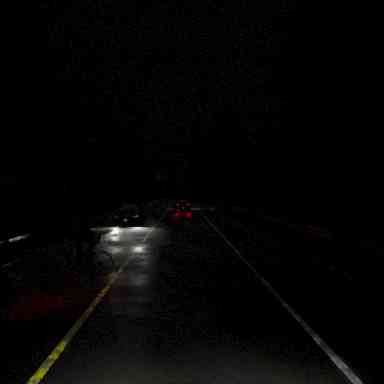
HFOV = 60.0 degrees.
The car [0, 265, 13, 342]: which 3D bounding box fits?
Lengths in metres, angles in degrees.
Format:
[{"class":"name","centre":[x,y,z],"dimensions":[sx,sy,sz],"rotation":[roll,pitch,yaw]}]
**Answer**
[{"class":"car","centre":[-3.668,1.526,3.488],"dimensions":[1.812,1.442,4.674],"rotation":[0,0,-2]}]

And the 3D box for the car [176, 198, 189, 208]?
[{"class":"car","centre":[-1.418,1.601,49.376],"dimensions":[1.895,1.301,4.718],"rotation":[0,0,-2]}]

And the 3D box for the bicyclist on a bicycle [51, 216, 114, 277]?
[{"class":"bicyclist on a bicycle","centre":[-2.907,1.455,8.770],"dimensions":[1.656,1.620,0.582],"rotation":[-2,0,-2]}]

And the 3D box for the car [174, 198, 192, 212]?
[{"class":"car","centre":[-1.088,1.526,39.162],"dimensions":[1.812,1.442,4.674],"rotation":[0,0,-2]}]

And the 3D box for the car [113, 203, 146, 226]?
[{"class":"car","centre":[-4.293,1.525,23.455],"dimensions":[1.812,1.442,4.674],"rotation":[0,0,-2]}]
